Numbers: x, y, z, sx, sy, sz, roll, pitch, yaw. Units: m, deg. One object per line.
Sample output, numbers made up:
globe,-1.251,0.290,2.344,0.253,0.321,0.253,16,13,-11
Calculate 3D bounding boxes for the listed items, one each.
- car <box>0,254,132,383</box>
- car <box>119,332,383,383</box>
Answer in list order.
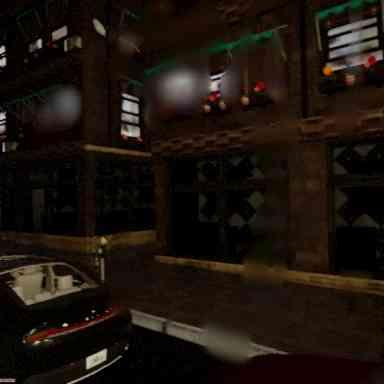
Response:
car,-2.816,1.605,4.898,4.403,1.369,2.008,-1,-1,36
car,1.787,1.575,1.612,4.206,1.307,1.802,-1,-1,36
